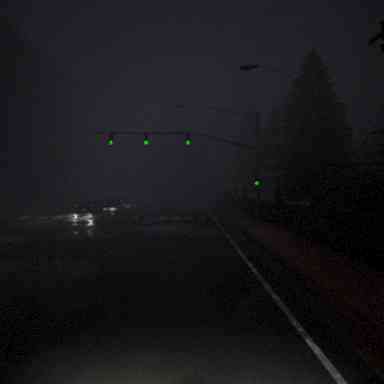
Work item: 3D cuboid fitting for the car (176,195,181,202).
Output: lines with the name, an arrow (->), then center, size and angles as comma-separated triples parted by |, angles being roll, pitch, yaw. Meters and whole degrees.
car -> -3.684, 1.211, 65.767 | 1.994, 1.385, 4.181 | 0, 0, -23

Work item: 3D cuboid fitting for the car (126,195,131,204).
car -> -11.474, 1.182, 55.088 | 1.882, 1.535, 5.008 | 0, 0, -12

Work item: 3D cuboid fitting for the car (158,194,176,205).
car -> -3.976, 1.242, 52.958 | 1.812, 1.442, 4.674 | 0, 0, -7

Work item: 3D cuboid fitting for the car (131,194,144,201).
car -> -12.337, 1.108, 73.267 | 1.837, 1.490, 4.892 | 0, 0, -41

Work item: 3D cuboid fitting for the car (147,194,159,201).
car -> -8.151, 1.106, 73.523 | 1.837, 1.490, 4.892 | 0, 0, -37

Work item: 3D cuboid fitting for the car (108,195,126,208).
car -> -10.643, 1.308, 44.571 | 2.033, 1.411, 5.357 | 0, 0, -1

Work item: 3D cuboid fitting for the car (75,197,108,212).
car -> -10.578, 1.414, 34.827 | 1.895, 1.301, 4.718 | 0, 0, 0
